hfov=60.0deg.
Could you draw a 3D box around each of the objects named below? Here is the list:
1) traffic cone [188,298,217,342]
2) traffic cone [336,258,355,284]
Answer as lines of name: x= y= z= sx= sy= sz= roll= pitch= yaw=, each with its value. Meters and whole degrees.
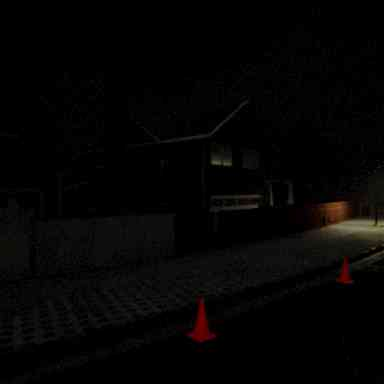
traffic cone: x=0.163 y=1.963 z=5.218 sx=0.340 sy=0.580 sz=0.340 roll=0 pitch=0 yaw=-39
traffic cone: x=3.853 y=1.953 z=8.359 sx=0.340 sy=0.580 sz=0.340 roll=0 pitch=0 yaw=-42
